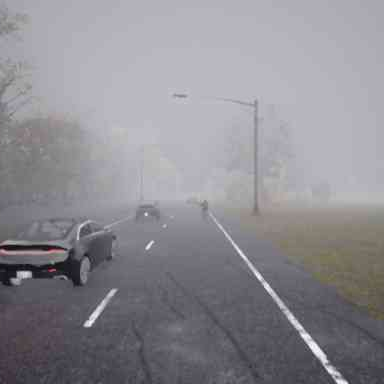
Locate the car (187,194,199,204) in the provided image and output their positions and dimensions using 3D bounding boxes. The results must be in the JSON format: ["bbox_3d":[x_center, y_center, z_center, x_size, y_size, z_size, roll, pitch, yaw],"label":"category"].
[{"bbox_3d":[0.119,1.323,56.473,1.994,1.385,4.181,0,0,0],"label":"car"}]

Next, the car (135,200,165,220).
[{"bbox_3d":[-3.383,1.388,27.037,1.837,1.490,4.892,0,0,0],"label":"car"}]

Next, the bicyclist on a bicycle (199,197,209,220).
[{"bbox_3d":[0.980,1.349,24.105,0.582,1.620,1.656,0,0,0],"label":"bicyclist on a bicycle"}]

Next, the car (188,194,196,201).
[{"bbox_3d":[0.052,1.208,74.478,1.812,1.442,4.674,0,0,0],"label":"car"}]

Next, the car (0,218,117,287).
[{"bbox_3d":[-3.395,1.451,9.159,2.128,1.511,4.902,0,0,0],"label":"car"}]
